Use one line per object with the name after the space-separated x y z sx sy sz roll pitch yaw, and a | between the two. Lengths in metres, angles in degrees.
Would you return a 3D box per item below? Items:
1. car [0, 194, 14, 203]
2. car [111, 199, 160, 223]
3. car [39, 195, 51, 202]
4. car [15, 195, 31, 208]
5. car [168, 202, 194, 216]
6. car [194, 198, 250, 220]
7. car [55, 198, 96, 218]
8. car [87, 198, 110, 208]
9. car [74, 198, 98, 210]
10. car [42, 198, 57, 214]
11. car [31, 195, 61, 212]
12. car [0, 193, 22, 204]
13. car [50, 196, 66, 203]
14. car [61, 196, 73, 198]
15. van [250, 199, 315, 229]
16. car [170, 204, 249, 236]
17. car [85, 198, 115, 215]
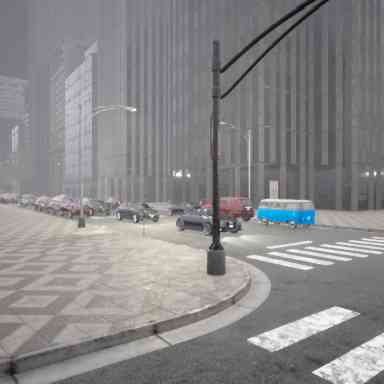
-37.422 1.285 66.992 2.192 1.841 5.009 0 0 -36 | car
-4.312 1.537 26.021 1.837 1.490 4.892 0 0 -36 | car
-33.967 1.482 76.727 1.752 1.417 4.829 0 0 -35 | car
-24.115 1.562 48.776 2.008 1.369 4.403 0 0 -36 | car
-0.583 1.599 31.016 1.947 1.339 4.313 0 0 -36 | car
2.744 1.352 26.461 2.192 1.841 5.009 0 0 -36 | car
-10.809 1.572 30.561 1.887 1.381 4.507 0 0 -36 | car
-13.891 1.602 49.233 1.802 1.307 4.206 0 0 -36 | car
-14.436 1.547 45.220 1.812 1.442 4.674 0 0 -36 | car
-14.136 1.606 35.115 1.802 1.307 4.206 0 0 -36 | car
-17.462 1.461 39.669 1.967 1.590 4.097 0 0 -36 | car
-34.095 1.298 62.438 2.192 1.841 5.009 0 0 -36 | car
-27.298 1.511 67.589 1.752 1.417 4.829 0 0 -36 | car
-15.613 1.547 41.570 1.812 1.442 4.674 0 0 -36 | car
6.072 1.379 21.906 1.690 1.788 3.998 0 0 -36 | van
0.872 1.600 18.924 1.994 1.385 4.181 0 0 -36 | car
-9.831 1.532 33.587 1.837 1.490 4.892 0 0 -36 | car
